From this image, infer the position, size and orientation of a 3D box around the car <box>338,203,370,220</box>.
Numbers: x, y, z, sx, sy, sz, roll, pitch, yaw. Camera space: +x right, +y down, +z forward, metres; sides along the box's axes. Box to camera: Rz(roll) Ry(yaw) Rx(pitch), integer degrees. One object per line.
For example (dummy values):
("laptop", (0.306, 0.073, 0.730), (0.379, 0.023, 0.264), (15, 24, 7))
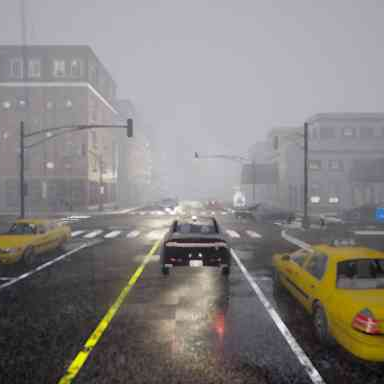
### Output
("car", (14.661, 1.591, 28.231), (4.181, 1.385, 1.994), (0, 0, 0))

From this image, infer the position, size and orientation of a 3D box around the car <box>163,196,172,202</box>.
("car", (-5.705, 1.580, 78.143), (1.752, 1.417, 4.829), (0, 0, 0))

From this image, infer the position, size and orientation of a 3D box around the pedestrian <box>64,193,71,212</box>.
("pedestrian", (-12.634, 1.073, 33.557), (0.375, 1.860, 0.375), (0, 0, 0))

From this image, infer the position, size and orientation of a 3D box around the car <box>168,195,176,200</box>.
("car", (-5.707, 1.610, 95.232), (1.752, 1.417, 4.829), (-1, 0, 0))

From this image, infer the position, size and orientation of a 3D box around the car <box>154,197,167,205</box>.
("car", (-5.702, 1.582, 61.223), (2.008, 1.369, 4.403), (0, 0, 0))

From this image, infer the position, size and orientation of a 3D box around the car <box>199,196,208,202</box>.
("car", (2.676, 1.606, 78.326), (2.008, 1.369, 4.403), (-1, 0, 0))

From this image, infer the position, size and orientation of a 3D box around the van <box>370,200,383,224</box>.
("van", (14.656, 1.409, 22.441), (3.998, 1.788, 1.690), (0, 0, 0))

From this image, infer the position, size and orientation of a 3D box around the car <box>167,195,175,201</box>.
("car", (-5.707, 1.514, 89.705), (1.967, 1.590, 4.097), (0, 0, 0))

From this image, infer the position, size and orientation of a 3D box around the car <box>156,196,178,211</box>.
("car", (-3.100, 1.536, 41.723), (1.812, 1.442, 4.674), (0, 0, 0))

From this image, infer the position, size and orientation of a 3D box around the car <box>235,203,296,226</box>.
("car", (5.367, 1.527, 24.041), (4.902, 1.511, 2.128), (0, 0, -30))

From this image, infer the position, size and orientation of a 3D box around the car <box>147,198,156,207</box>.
("car", (-5.701, 1.569, 49.829), (2.008, 1.369, 4.403), (0, 0, 0))

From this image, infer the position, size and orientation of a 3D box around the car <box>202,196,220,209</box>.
("car", (2.679, 1.453, 44.145), (1.967, 1.590, 4.097), (0, 0, 0))

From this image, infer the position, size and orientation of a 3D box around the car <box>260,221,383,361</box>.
("car", (2.684, 1.525, 6.147), (1.752, 1.417, 4.829), (0, 0, 0))

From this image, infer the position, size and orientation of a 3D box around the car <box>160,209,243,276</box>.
("car", (0.099, 1.491, 10.377), (2.128, 1.511, 4.902), (0, 0, 0))

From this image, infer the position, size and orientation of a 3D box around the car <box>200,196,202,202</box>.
("car", (2.679, 1.606, 55.539), (1.802, 1.307, 4.206), (0, 0, 0))

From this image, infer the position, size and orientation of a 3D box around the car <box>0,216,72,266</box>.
("car", (-5.697, 1.525, 11.507), (1.752, 1.417, 4.829), (0, 0, 0))

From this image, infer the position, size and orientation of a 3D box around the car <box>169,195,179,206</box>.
("car", (-3.074, 1.512, 52.078), (2.128, 1.511, 4.902), (0, 0, 0))
